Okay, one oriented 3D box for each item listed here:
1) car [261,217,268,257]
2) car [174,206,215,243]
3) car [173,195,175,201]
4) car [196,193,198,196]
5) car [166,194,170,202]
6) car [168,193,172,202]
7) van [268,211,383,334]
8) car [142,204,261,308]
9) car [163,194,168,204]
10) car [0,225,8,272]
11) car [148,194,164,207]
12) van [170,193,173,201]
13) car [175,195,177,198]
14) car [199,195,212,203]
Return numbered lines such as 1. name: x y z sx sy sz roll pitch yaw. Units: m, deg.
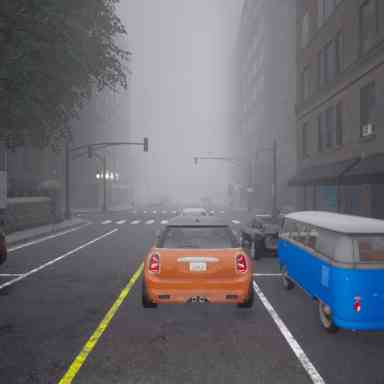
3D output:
1. car: 2.860 1.563 12.180 1.947 1.339 4.313 0 0 0
2. car: 0.107 1.521 17.075 1.812 1.442 4.674 0 0 0
3. car: -5.643 1.524 77.425 2.008 1.369 4.403 0 0 0
4. car: 2.887 1.507 93.969 1.752 1.417 4.829 0 0 0
5. car: -5.649 1.515 61.073 1.887 1.381 4.507 0 0 0
6. car: -5.647 1.515 66.524 1.887 1.381 4.507 0 0 0
7. van: 2.858 1.340 6.520 1.690 1.788 3.998 0 0 0
8. car: 0.105 1.351 8.074 2.097 1.767 4.553 0 0 0
9. car: -5.650 1.522 55.622 2.008 1.369 4.403 0 0 0
10. car: -5.667 1.314 6.482 2.192 1.841 5.009 0 0 0
11. car: -5.652 1.498 50.001 1.752 1.417 4.829 0 0 0
12. van: -5.646 1.312 71.974 1.690 1.788 3.998 0 0 0
13. car: -5.642 1.290 82.876 2.192 1.841 5.009 0 0 0
14. car: 2.877 1.411 66.557 1.967 1.590 4.097 0 0 0
